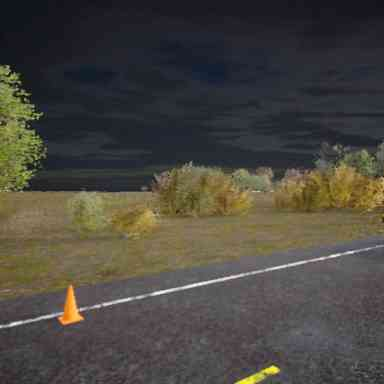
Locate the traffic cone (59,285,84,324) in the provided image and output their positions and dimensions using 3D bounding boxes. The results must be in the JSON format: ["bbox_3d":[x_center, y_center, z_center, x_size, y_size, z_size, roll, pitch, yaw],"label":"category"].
[{"bbox_3d":[-2.095,1.910,5.765,0.340,0.580,0.340,-1,1,-35],"label":"traffic cone"}]
